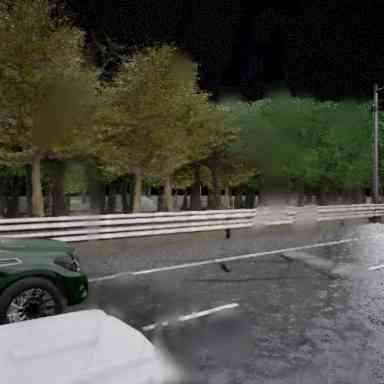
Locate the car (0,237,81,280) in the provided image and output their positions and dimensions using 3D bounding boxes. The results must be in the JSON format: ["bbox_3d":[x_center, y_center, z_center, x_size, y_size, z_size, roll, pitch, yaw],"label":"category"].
[{"bbox_3d":[-4.460,1.221,4.883,5.566,2.045,2.150,0,0,-36],"label":"car"}]

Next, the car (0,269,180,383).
[{"bbox_3d":[-2.347,1.601,2.073,4.718,1.301,1.895,0,0,-35],"label":"car"}]
